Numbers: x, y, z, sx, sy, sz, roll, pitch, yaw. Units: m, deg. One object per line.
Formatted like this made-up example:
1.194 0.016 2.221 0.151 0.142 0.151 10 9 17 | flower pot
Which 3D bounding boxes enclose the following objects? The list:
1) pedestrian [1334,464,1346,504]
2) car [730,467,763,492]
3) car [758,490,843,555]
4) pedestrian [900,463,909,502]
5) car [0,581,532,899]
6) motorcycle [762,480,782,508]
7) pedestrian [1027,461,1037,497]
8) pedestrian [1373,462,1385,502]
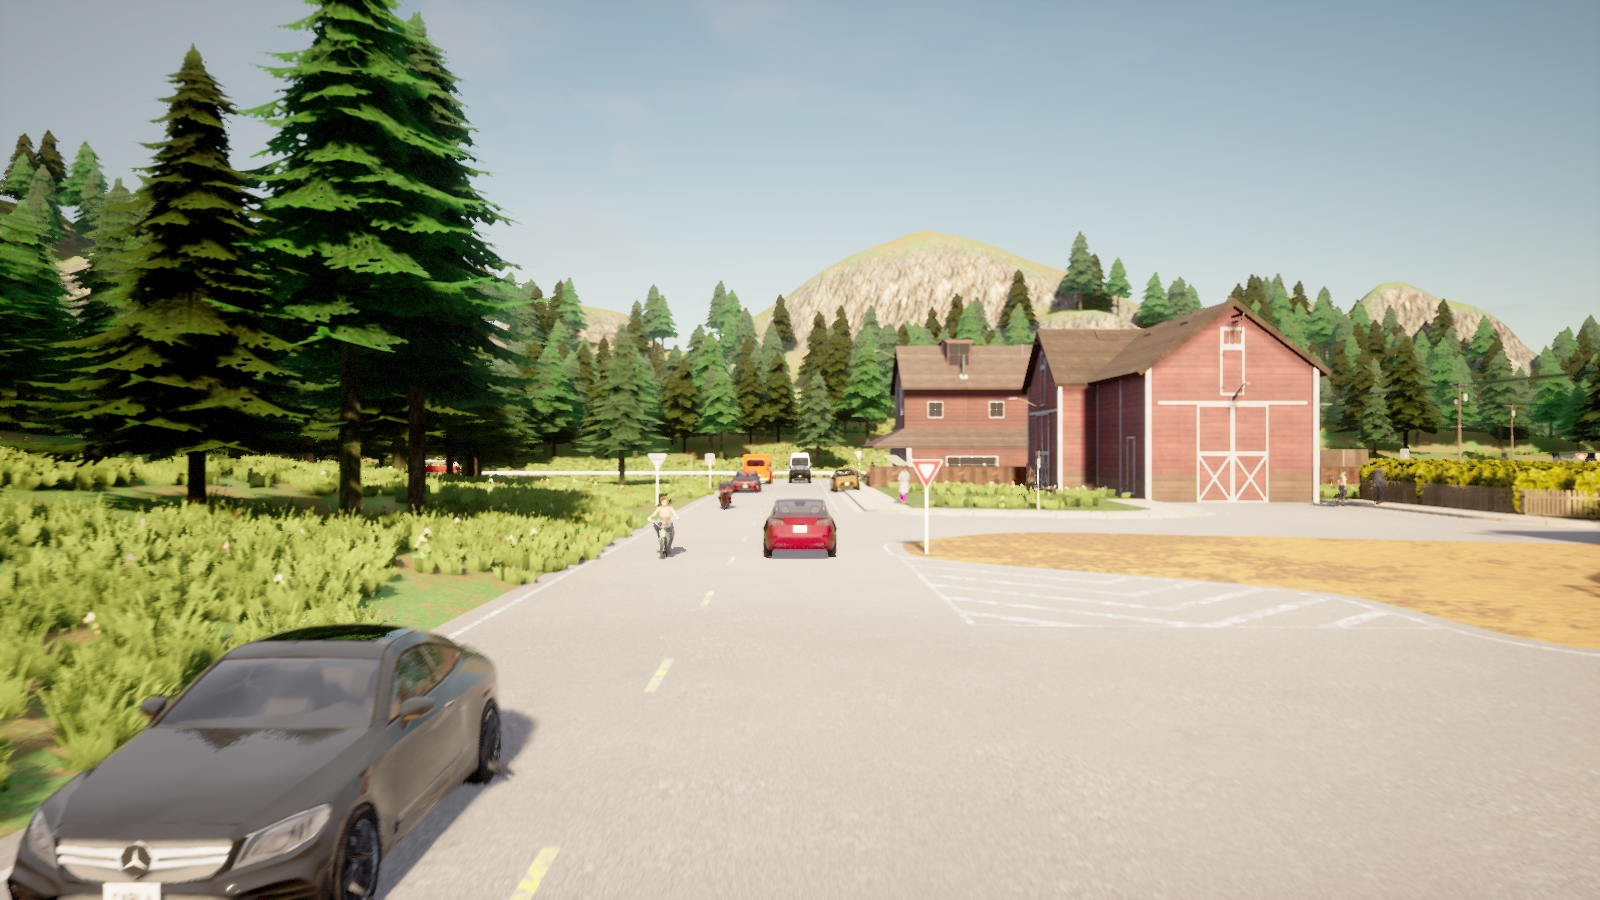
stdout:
25.529 1.617 53.988 0.375 1.860 0.375 0 0 -10 | pedestrian
-3.499 1.900 75.223 2.007 1.525 4.514 0 0 0 | car
0.001 1.923 31.478 2.163 1.488 4.792 0 0 0 | car
5.010 1.556 54.887 0.375 1.860 0.375 0 0 0 | pedestrian
-3.500 1.941 8.315 2.002 1.442 4.674 0 0 0 | car
-1.300 2.065 53.761 0.867 1.251 2.209 0 0 0 | motorcycle
12.111 1.499 59.709 0.375 1.860 0.375 0 0 -39 | pedestrian
26.777 1.466 52.837 0.375 1.860 0.375 0 0 -19 | pedestrian
